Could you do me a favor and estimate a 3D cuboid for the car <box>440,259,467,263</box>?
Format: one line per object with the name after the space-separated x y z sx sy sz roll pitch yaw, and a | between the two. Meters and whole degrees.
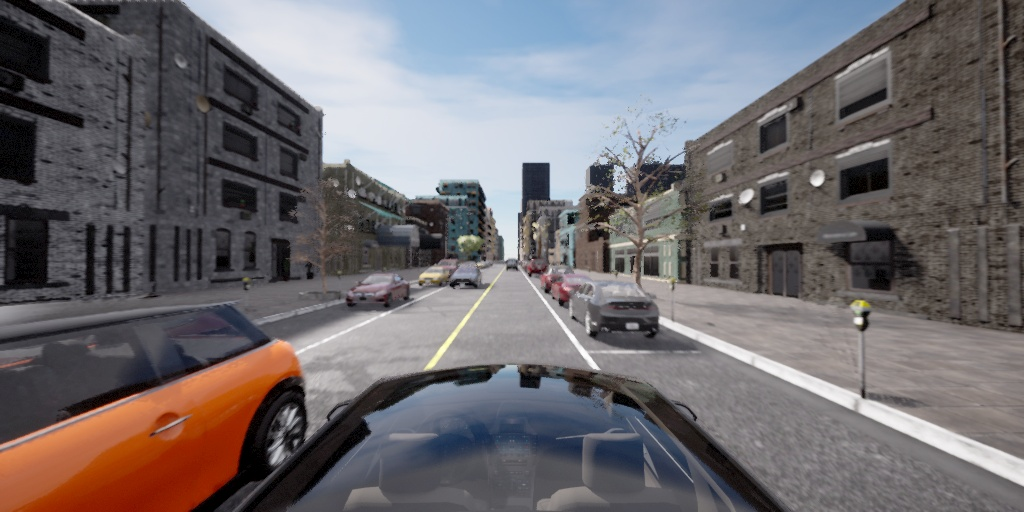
-5.682 1.236 32.352 2.192 1.841 5.009 0 0 0 | car

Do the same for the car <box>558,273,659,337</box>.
2.693 1.348 10.217 2.007 1.370 4.403 0 0 0 | car

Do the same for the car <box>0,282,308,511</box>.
-3.091 1.102 1.667 2.097 1.767 4.553 0 0 0 | car

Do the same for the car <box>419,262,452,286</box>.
-5.683 1.415 26.649 1.751 1.417 4.829 0 0 0 | car

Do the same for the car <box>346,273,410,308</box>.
-5.686 1.410 15.754 1.802 1.307 4.207 0 0 0 | car

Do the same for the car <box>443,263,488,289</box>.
-3.051 1.426 24.854 2.033 1.411 5.357 0 0 1 | car

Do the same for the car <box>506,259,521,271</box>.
0.014 1.563 55.824 1.837 1.490 4.892 0 0 0 | car

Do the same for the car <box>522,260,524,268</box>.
2.703 1.584 48.947 1.948 1.339 4.313 0 0 0 | car

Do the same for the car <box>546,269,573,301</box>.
2.694 1.410 15.750 1.802 1.307 4.207 0 0 0 | car

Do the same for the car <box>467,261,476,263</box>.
-5.679 1.567 43.418 1.802 1.307 4.207 0 0 0 | car

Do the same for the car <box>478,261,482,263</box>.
-5.677 1.458 48.951 1.967 1.591 4.097 0 0 0 | car

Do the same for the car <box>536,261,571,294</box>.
2.696 1.299 21.283 1.967 1.591 4.097 0 0 0 | car

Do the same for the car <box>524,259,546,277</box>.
2.701 1.268 37.881 2.192 1.841 5.009 0 0 0 | car
